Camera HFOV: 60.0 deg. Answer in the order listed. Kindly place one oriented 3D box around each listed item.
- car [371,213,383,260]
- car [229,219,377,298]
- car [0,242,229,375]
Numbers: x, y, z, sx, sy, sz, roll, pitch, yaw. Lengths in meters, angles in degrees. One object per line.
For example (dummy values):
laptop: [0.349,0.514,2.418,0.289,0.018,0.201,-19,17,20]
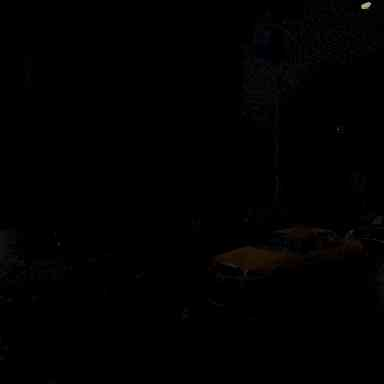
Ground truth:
car: [7.128,1.441,11.749,4.097,1.590,1.967,0,0,-36]
car: [2.567,1.525,8.488,4.829,1.417,1.752,0,0,-36]
car: [-1.719,1.566,5.424,4.313,1.339,1.947,0,0,-36]
